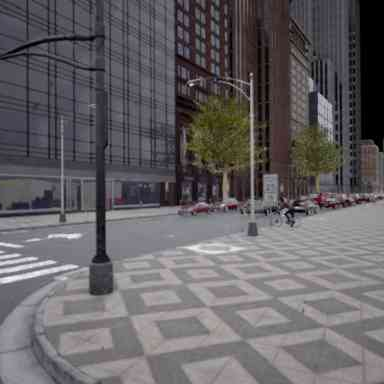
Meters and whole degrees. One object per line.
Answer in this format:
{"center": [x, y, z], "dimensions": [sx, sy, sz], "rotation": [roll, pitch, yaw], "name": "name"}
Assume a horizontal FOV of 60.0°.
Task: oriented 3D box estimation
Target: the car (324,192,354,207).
{"center": [20.175, 1.143, 45.517], "dimensions": [2.192, 1.841, 5.009], "rotation": [0, 0, 34], "name": "car"}

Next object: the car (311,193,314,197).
{"center": [22.730, 1.188, 64.295], "dimensions": [2.192, 1.841, 5.009], "rotation": [0, 0, 34], "name": "car"}

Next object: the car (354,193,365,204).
{"center": [26.560, 1.124, 54.812], "dimensions": [2.192, 1.841, 5.009], "rotation": [0, 0, 34], "name": "car"}

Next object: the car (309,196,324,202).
{"center": [25.926, 1.429, 68.943], "dimensions": [1.947, 1.339, 4.313], "rotation": [0, 0, 34], "name": "car"}

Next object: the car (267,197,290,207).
{"center": [13.153, 1.467, 50.349], "dimensions": [1.947, 1.339, 4.313], "rotation": [0, 0, 34], "name": "car"}

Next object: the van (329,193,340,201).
{"center": [35.502, 1.197, 82.889], "dimensions": [1.690, 1.788, 3.998], "rotation": [-1, 0, 34], "name": "van"}

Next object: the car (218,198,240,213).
{"center": [3.573, 1.377, 36.402], "dimensions": [1.967, 1.590, 4.097], "rotation": [0, 0, 34], "name": "car"}

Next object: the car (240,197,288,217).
{"center": [6.645, 1.387, 30.364], "dimensions": [2.128, 1.511, 4.902], "rotation": [-1, 0, 35], "name": "car"}

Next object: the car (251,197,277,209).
{"center": [9.864, 1.437, 45.559], "dimensions": [1.752, 1.417, 4.829], "rotation": [0, 0, 34], "name": "car"}

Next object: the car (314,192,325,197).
{"center": [21.021, 1.062, 51.287], "dimensions": [2.150, 2.045, 5.566], "rotation": [-1, 0, 34], "name": "car"}

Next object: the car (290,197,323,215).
{"center": [10.599, 1.430, 31.572], "dimensions": [1.947, 1.339, 4.313], "rotation": [0, 0, 34], "name": "car"}

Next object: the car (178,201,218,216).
{"center": [0.382, 1.535, 31.754], "dimensions": [1.802, 1.307, 4.206], "rotation": [0, 0, 34], "name": "car"}

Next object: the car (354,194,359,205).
{"center": [23.368, 1.384, 50.164], "dimensions": [1.947, 1.339, 4.313], "rotation": [0, 0, 34], "name": "car"}

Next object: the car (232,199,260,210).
{"center": [6.768, 1.506, 41.051], "dimensions": [1.802, 1.307, 4.206], "rotation": [0, 0, 34], "name": "car"}

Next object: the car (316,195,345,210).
{"center": [16.983, 1.383, 40.868], "dimensions": [1.887, 1.381, 4.507], "rotation": [0, 0, 34], "name": "car"}

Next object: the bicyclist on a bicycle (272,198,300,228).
{"center": [5.179, 1.181, 18.451], "dimensions": [1.656, 1.620, 0.582], "rotation": [-1, 0, 34], "name": "bicyclist on a bicycle"}

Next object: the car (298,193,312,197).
{"center": [19.539, 1.427, 59.646], "dimensions": [1.887, 1.381, 4.507], "rotation": [0, 0, 34], "name": "car"}

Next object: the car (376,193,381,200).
{"center": [42.523, 1.365, 78.051], "dimensions": [1.802, 1.307, 4.206], "rotation": [-1, 0, 34], "name": "car"}

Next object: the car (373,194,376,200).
{"center": [36.235, 1.309, 68.896], "dimensions": [1.752, 1.417, 4.829], "rotation": [-1, 0, 34], "name": "car"}

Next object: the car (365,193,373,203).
{"center": [32.945, 1.105, 64.109], "dimensions": [2.192, 1.841, 5.009], "rotation": [0, 0, 34], "name": "car"}
